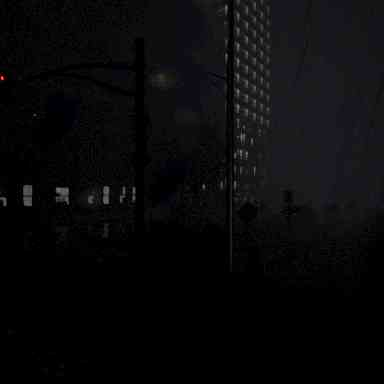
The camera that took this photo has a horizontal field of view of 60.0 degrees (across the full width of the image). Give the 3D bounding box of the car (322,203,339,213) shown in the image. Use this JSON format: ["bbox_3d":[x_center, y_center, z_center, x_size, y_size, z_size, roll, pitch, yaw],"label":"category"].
[{"bbox_3d":[22.503,2.523,53.853,1.882,1.535,5.008,0,-1,33],"label":"car"}]

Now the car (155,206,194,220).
[{"bbox_3d":[-1.740,2.109,34.537,1.895,1.301,4.718,0,-1,33],"label":"car"}]

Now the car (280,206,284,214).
[{"bbox_3d":[13.919,2.452,46.591,1.895,1.301,4.718,0,-1,33],"label":"car"}]

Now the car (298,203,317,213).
[{"bbox_3d":[19.106,2.526,54.750,1.837,1.490,4.892,0,-1,33],"label":"car"}]

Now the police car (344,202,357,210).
[{"bbox_3d":[31.466,2.733,65.858,1.930,1.638,5.238,0,-1,33],"label":"police car"}]

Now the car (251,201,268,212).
[{"bbox_3d":[10.613,2.262,53.574,2.097,1.767,4.553,0,-1,33],"label":"car"}]

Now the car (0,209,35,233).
[{"bbox_3d":[-11.537,1.708,19.302,1.812,1.442,4.674,0,-1,33],"label":"car"}]

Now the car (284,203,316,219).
[{"bbox_3d":[12.538,2.224,38.343,1.837,1.490,4.892,0,-1,33],"label":"car"}]

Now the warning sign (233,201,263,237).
[{"bbox_3d":[3.104,1.451,18.559,1.300,1.860,1.060,1,1,33],"label":"warning sign"}]
